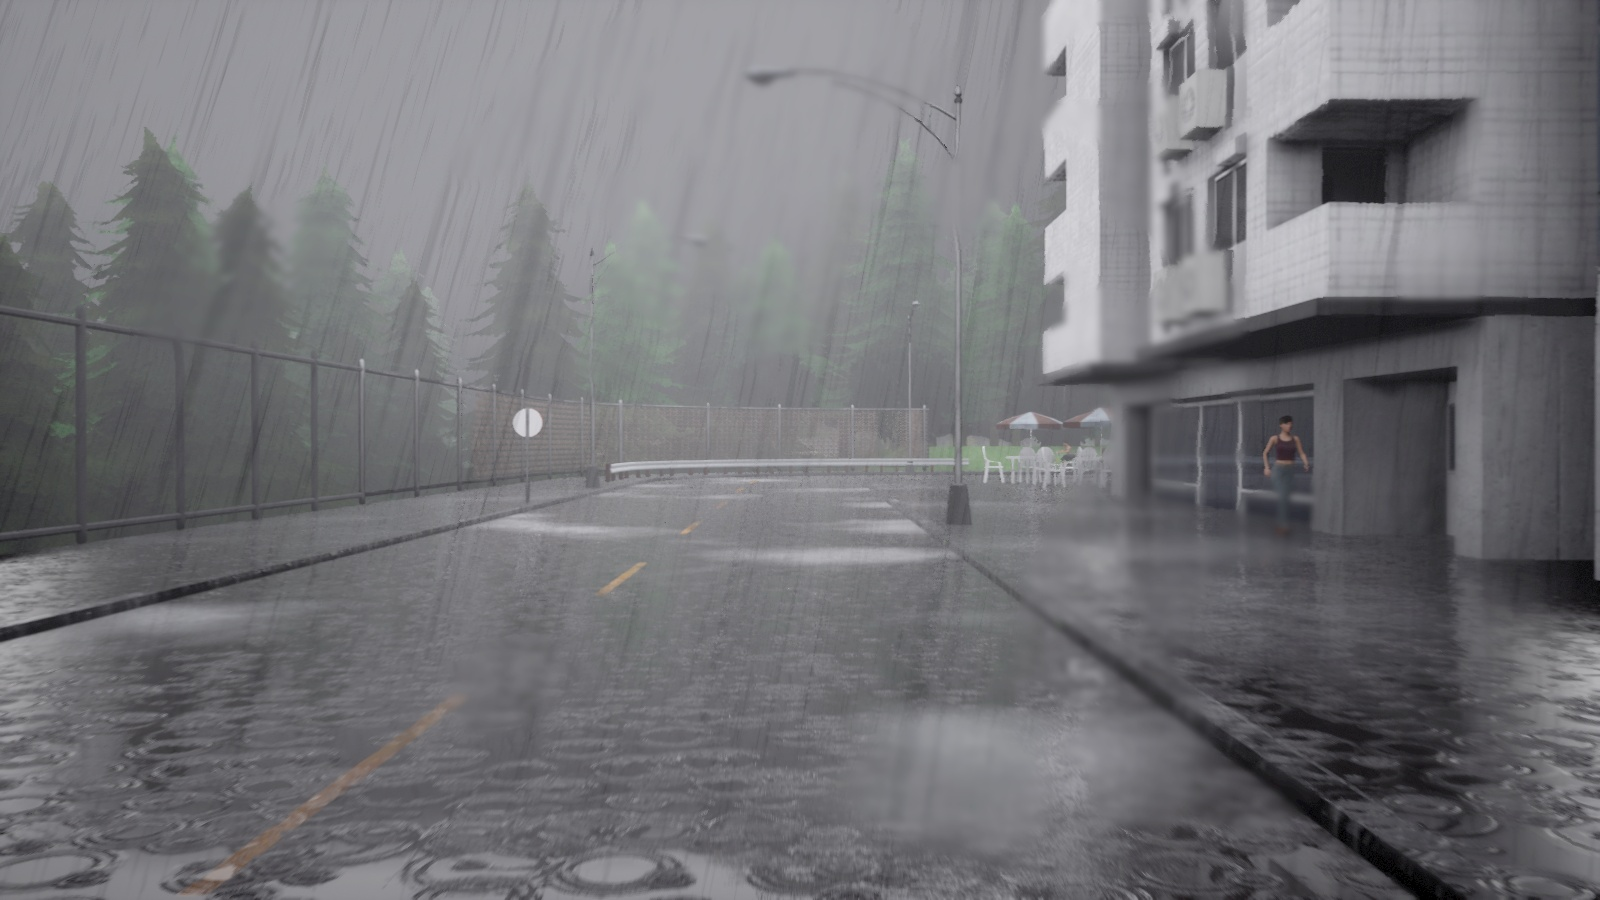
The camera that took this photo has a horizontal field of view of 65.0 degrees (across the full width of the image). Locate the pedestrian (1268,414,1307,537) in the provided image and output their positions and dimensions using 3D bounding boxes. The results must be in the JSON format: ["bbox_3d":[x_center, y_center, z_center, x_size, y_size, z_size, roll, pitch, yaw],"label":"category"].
[{"bbox_3d":[7.365,0.375,18.974,0.345,1.836,0.594,0,0,0],"label":"pedestrian"}]
